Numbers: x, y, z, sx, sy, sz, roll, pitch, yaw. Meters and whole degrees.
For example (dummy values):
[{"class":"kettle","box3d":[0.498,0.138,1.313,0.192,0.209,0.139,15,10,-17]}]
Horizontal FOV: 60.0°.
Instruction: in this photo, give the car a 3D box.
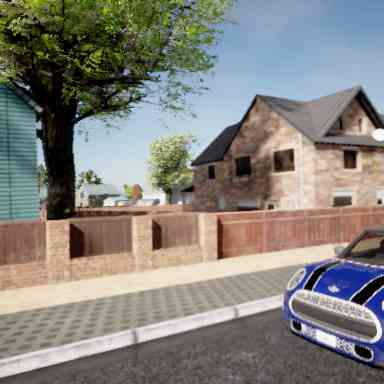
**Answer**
[{"class":"car","box3d":[3.711,1.384,5.747,4.553,1.767,2.097,-1,-1,-32]}]
